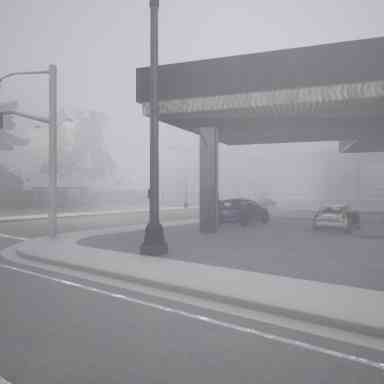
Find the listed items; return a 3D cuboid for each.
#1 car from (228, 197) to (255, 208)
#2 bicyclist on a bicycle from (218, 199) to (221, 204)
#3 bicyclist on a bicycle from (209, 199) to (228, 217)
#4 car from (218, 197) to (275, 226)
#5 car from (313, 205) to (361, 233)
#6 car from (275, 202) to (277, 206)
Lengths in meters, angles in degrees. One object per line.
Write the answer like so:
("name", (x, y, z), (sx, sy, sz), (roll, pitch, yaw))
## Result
("car", (7.471, 1.505, 49.853), (1.837, 1.490, 4.892), (0, 0, 36))
("bicyclist on a bicycle", (2.495, 1.387, 29.719), (0.582, 1.620, 1.656), (0, -9, -36))
("bicyclist on a bicycle", (2.456, 1.453, 30.454), (1.656, 1.620, 0.582), (0, 0, 18))
("car", (3.376, 1.295, 22.064), (2.242, 1.667, 4.611), (0, 0, 37))
("car", (8.450, 1.456, 19.265), (1.970, 1.475, 3.806), (0, 0, 37))
("car", (10.459, 1.547, 48.004), (2.033, 1.411, 5.357), (0, 0, 37))
